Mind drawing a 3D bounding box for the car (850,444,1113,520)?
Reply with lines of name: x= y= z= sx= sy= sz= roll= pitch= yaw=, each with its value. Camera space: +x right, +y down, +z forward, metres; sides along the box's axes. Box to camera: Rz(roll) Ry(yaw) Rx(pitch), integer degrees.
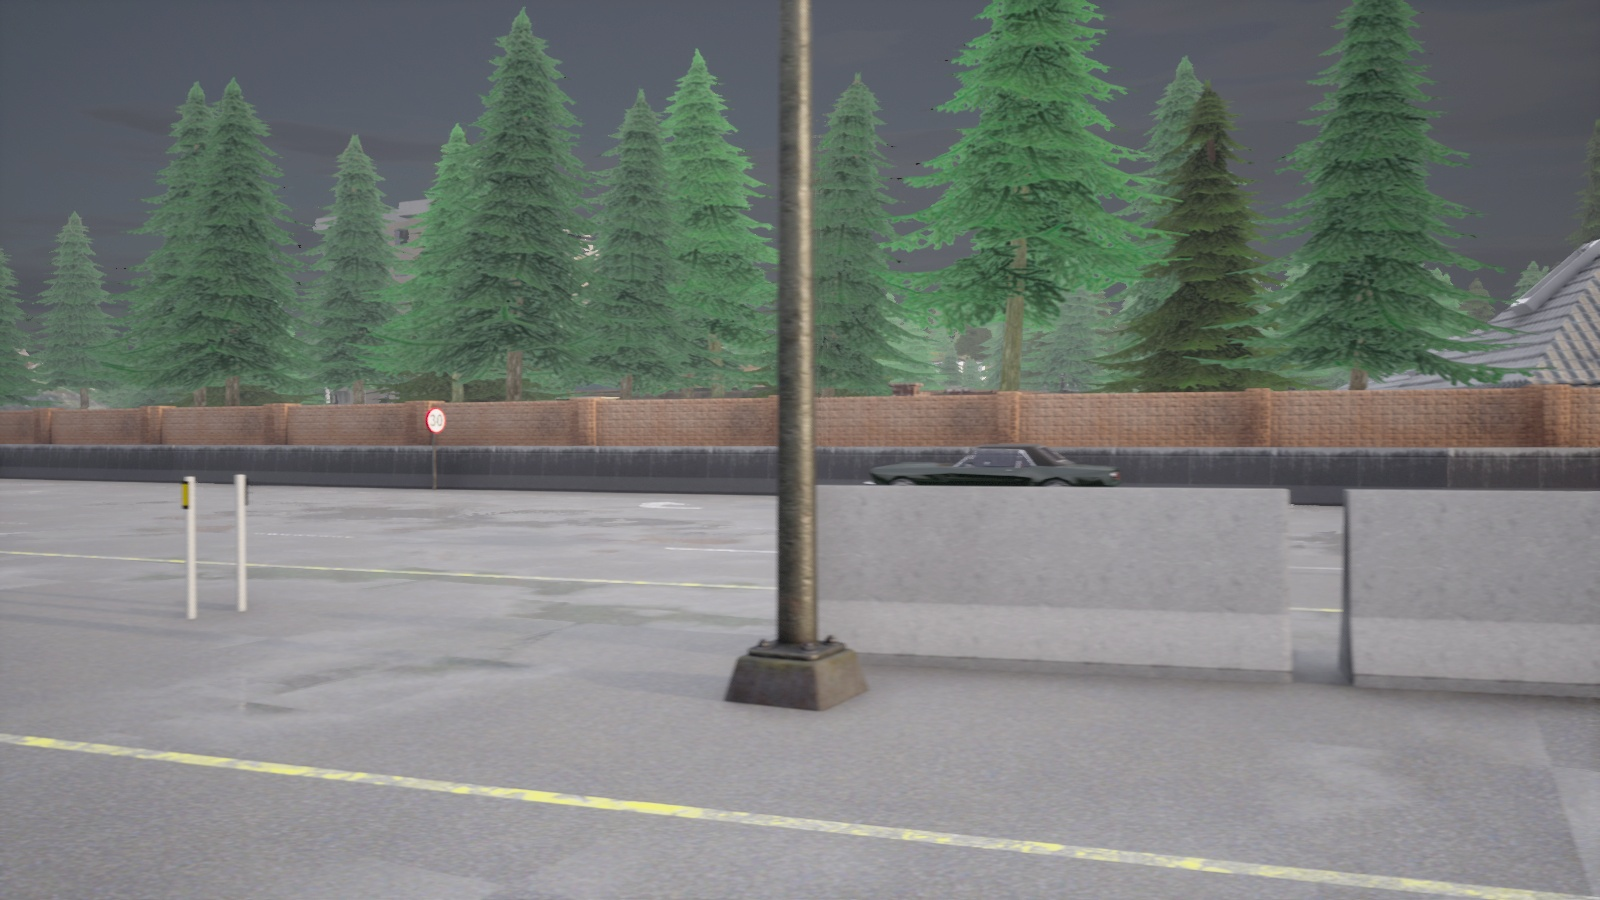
car: x=3.498 y=0.562 z=24.180 sx=4.718 sy=1.301 sz=1.895 roll=1 pitch=1 yaw=20
